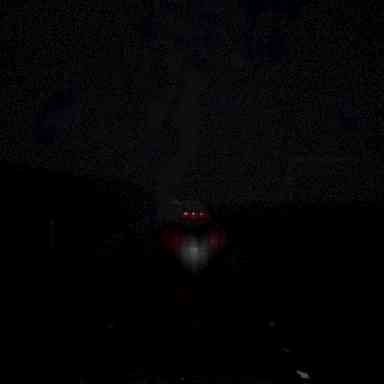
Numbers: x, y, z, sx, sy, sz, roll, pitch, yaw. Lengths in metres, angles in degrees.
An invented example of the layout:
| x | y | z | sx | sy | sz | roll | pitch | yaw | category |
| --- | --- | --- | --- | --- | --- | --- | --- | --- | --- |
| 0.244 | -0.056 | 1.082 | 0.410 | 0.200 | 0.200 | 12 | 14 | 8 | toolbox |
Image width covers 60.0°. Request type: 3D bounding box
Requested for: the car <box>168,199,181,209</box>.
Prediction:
| x | y | z | sx | sy | sz | roll | pitch | yaw | category |
| --- | --- | --- | --- | --- | --- | --- | --- | --- | --- |
| -2.675 | 1.800 | 51.501 | 1.812 | 1.442 | 4.674 | 0 | 0 | 0 | car |

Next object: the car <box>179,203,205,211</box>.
| x | y | z | sx | sy | sz | roll | pitch | yaw | category |
| --- | --- | --- | --- | --- | --- | --- | --- | --- | --- |
| 0.145 | 1.748 | 28.313 | 1.895 | 1.301 | 4.718 | 0 | 0 | 1 | car |

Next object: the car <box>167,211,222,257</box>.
| x | y | z | sx | sy | sz | roll | pitch | yaw | category |
| --- | --- | --- | --- | --- | --- | --- | --- | --- | --- |
| 0.098 | 1.678 | 13.336 | 1.895 | 1.301 | 4.718 | 0 | 0 | 1 | car |
